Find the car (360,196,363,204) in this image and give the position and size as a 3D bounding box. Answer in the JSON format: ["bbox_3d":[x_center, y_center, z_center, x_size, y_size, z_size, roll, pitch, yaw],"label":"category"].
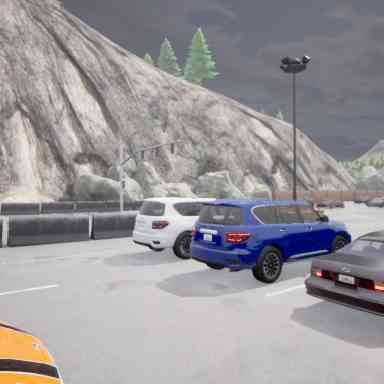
[{"bbox_3d":[29.072,1.371,55.458,5.357,1.411,2.033,0,0,-36],"label":"car"}]

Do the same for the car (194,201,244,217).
[{"bbox_3d":[2.648,1.582,31.882,4.718,1.301,1.895,0,0,-36],"label":"car"}]

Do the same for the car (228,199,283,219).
[{"bbox_3d":[5.755,1.467,29.817,4.902,1.511,2.128,0,0,-36],"label":"car"}]

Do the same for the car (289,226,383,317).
[{"bbox_3d":[4.702,1.547,7.191,5.357,1.411,2.033,0,0,-36],"label":"car"}]

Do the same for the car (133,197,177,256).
[{"bbox_3d":[0.484,1.221,12.773,5.566,2.045,2.150,0,0,-36],"label":"car"}]

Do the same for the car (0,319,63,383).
[{"bbox_3d":[-2.975,1.350,1.618,4.553,1.767,2.097,0,0,-36],"label":"car"}]

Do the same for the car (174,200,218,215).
[{"bbox_3d":[0.474,1.546,34.629,4.181,1.385,1.994,0,0,-36],"label":"car"}]

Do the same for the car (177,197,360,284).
[{"bbox_3d":[2.511,1.221,9.897,5.566,2.045,2.150,0,0,-38],"label":"car"}]

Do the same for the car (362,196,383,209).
[{"bbox_3d":[24.763,1.398,43.675,4.674,1.442,1.812,0,0,-36],"label":"car"}]

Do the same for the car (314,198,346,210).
[{"bbox_3d":[17.846,1.464,42.977,4.181,1.385,1.994,0,0,-36],"label":"car"}]

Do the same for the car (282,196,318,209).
[{"bbox_3d":[14.693,1.397,45.008,4.902,1.511,2.128,0,0,-36],"label":"car"}]
